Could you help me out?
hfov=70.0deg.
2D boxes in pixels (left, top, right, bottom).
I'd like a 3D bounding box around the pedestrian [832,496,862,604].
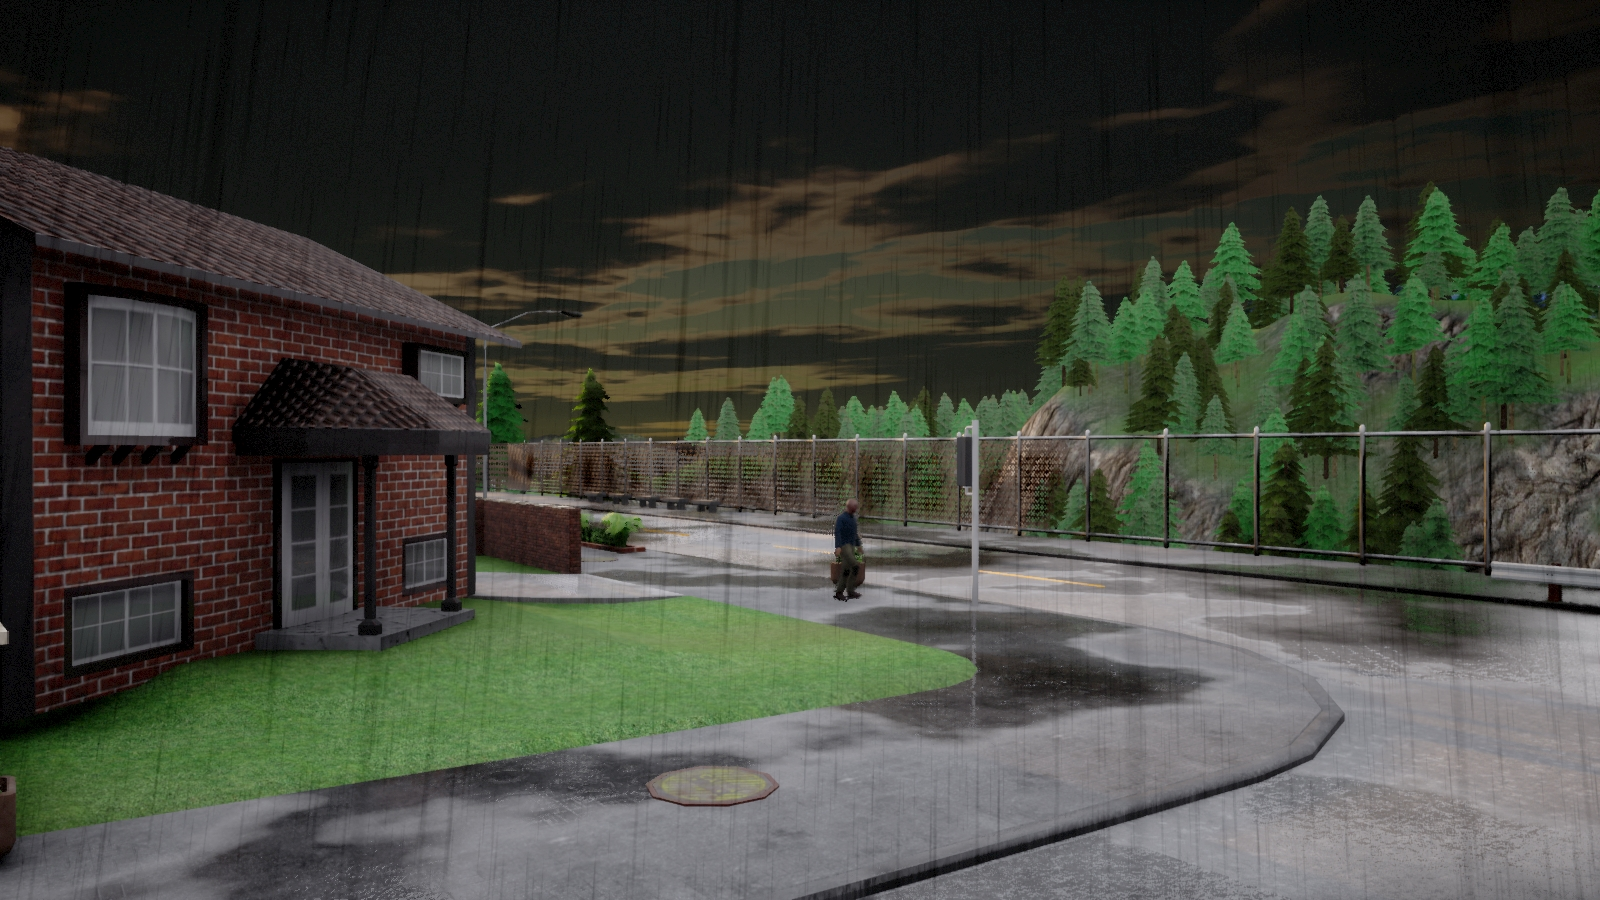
[{"bbox_3d":[0.832,1.745,20.158,0.375,1.860,0.375,0,0,34],"label":"pedestrian"}]
